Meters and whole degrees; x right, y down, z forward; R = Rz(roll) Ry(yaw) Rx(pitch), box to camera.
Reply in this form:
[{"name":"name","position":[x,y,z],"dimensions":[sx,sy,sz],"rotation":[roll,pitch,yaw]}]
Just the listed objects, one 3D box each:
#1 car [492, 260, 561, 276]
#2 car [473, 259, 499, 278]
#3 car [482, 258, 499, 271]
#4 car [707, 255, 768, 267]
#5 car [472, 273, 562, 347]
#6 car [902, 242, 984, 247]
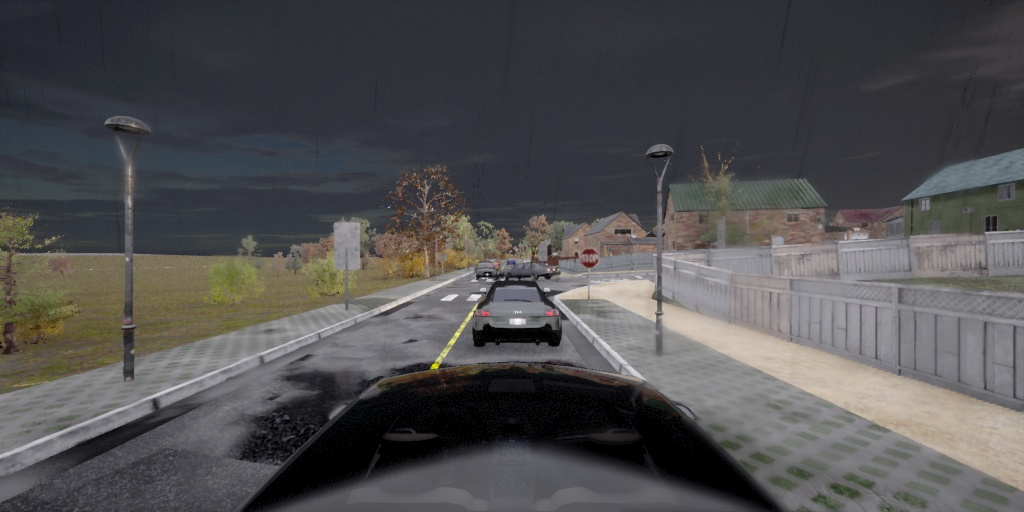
[{"name":"car","position":[1.271,1.198,28.369],"dimensions":[5.357,1.411,2.033],"rotation":[-4,-3,43]},{"name":"car","position":[-2.324,1.257,31.272],"dimensions":[1.837,1.490,4.892],"rotation":[0,0,-8]},{"name":"car","position":[-2.969,1.120,51.088],"dimensions":[2.097,1.767,4.553],"rotation":[0,0,0]},{"name":"car","position":[14.336,0.413,22.778],"dimensions":[4.181,1.385,1.994],"rotation":[-3,0,16]},{"name":"car","position":[0.084,1.313,9.352],"dimensions":[1.994,1.385,4.181],"rotation":[0,0,-1]},{"name":"car","position":[23.842,-0.208,20.380],"dimensions":[4.902,1.511,2.128],"rotation":[-3,0,14]}]
